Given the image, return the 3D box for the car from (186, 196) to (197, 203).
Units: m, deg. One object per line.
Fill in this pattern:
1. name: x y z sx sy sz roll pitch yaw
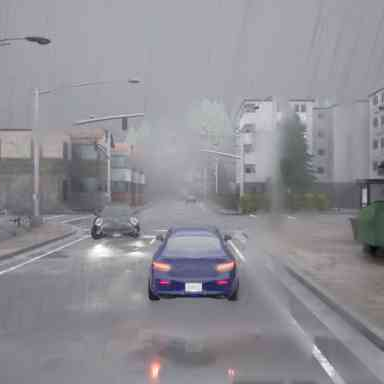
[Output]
1. car: -0.127 1.526 66.849 1.812 1.442 4.674 0 0 0

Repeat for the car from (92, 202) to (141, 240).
1. car: -3.850 1.354 17.150 2.097 1.767 4.553 0 0 -12

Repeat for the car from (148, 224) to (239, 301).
1. car: 0.042 1.526 8.207 1.812 1.442 4.674 0 0 0
